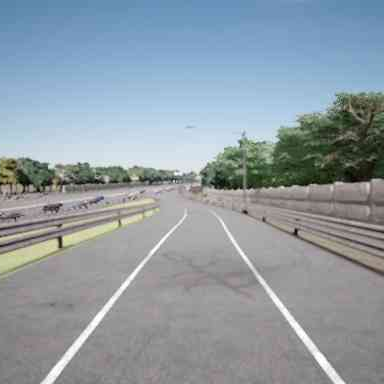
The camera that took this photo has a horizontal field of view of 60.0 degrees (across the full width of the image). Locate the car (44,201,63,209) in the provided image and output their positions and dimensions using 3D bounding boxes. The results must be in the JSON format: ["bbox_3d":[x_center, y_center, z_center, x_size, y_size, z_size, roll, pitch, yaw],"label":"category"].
[{"bbox_3d":[-31.818,2.929,76.610,1.895,1.301,4.718,0,3,10],"label":"car"}]

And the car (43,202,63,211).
[{"bbox_3d":[-29.380,3.131,70.090,1.837,1.490,4.892,0,3,10],"label":"car"}]

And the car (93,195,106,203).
[{"bbox_3d":[-26.023,2.263,89.758,2.033,1.411,5.357,0,3,10],"label":"car"}]

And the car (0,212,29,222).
[{"bbox_3d":[-28.664,3.916,53.485,2.033,1.411,5.357,0,3,10],"label":"car"}]

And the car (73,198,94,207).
[{"bbox_3d":[-24.924,2.916,75.393,2.033,1.411,5.357,0,3,10],"label":"car"}]
